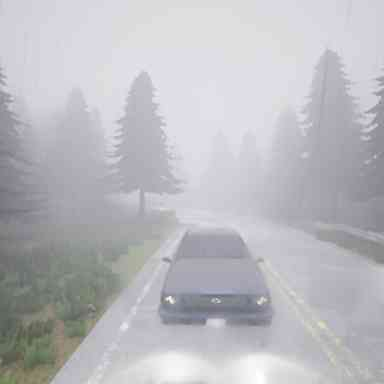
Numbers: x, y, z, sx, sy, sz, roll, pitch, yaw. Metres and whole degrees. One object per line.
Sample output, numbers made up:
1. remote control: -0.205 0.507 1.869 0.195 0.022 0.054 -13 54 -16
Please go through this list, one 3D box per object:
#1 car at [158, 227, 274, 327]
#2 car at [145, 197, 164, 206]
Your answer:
1. car: 0.460 1.555 7.592 2.033 1.411 5.357 0 0 2
2. car: -5.448 1.419 47.433 1.994 1.385 4.181 3 0 -27
